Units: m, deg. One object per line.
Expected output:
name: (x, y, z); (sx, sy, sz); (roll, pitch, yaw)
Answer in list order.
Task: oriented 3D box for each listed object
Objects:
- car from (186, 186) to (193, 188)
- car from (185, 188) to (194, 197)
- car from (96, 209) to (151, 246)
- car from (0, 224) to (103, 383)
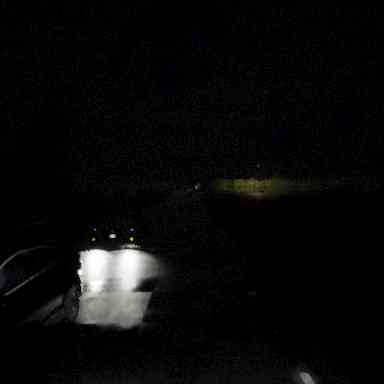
car: (-0.594, -0.344, 80.852); (2.150, 2.045, 5.566); (0, 2, 0)
car: (-0.515, 0.382, 70.356); (2.033, 1.411, 5.357); (0, 1, 0)
car: (-2.933, 1.420, 14.310); (1.994, 1.385, 4.181); (0, 1, 0)
car: (-2.874, 1.456, 4.164); (2.128, 1.511, 4.902); (0, 1, 0)
